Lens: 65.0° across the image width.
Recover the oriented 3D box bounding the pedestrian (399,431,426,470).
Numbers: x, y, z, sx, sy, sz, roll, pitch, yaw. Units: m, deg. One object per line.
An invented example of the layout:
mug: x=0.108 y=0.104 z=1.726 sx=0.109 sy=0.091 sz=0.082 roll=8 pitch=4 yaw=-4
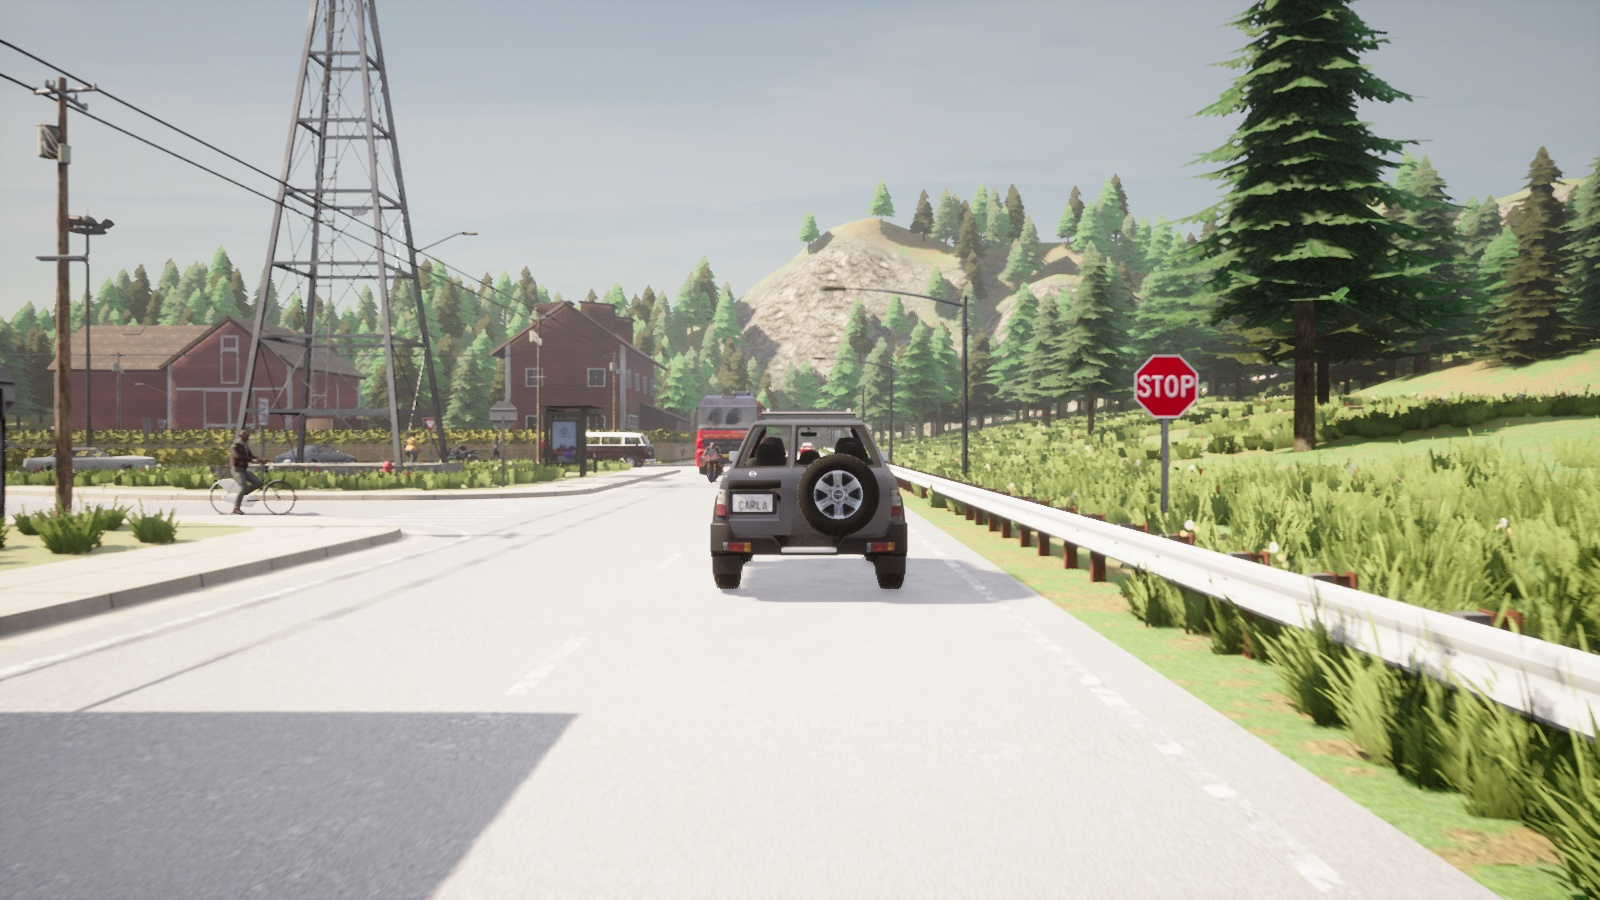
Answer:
pedestrian: x=-18.317 y=0.013 z=59.370 sx=0.874 sy=1.855 sz=0.900 roll=0 pitch=0 yaw=15

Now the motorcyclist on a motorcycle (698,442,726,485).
motorcyclist on a motorcycle: x=-3.218 y=0.483 z=46.194 sx=0.866 sy=1.530 sz=2.191 roll=0 pitch=0 yaw=0

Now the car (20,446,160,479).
car: x=-29.347 y=0.490 z=52.070 sx=4.718 sy=1.301 sz=1.895 roll=0 pitch=0 yaw=-15

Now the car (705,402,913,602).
car: x=0.096 y=0.474 z=13.973 sx=1.932 sy=1.855 sz=4.605 roll=0 pitch=0 yaw=0

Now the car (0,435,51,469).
car: x=-43.796 y=0.089 z=68.555 sx=4.605 sy=1.855 sz=1.932 roll=0 pitch=0 yaw=0

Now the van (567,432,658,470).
van: x=-10.175 y=0.025 z=68.300 sx=4.480 sy=2.038 sz=2.069 roll=0 pitch=0 yaw=6

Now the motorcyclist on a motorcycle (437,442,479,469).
motorcyclist on a motorcycle: x=-19.629 y=0.305 z=72.044 sx=2.191 sy=1.530 sz=0.866 roll=0 pitch=0 yaw=0

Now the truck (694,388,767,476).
truck: x=-3.144 y=-0.797 z=58.950 sx=2.891 sy=3.827 sz=8.468 roll=0 pitch=0 yaw=0

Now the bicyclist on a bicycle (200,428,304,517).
bicyclist on a bicycle: x=-11.138 y=0.445 z=25.538 sx=1.843 sy=1.776 sz=0.659 roll=0 pitch=0 yaw=5

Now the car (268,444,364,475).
car: x=-22.730 y=0.414 z=59.106 sx=1.994 sy=1.385 sz=4.181 roll=0 pitch=0 yaw=19
